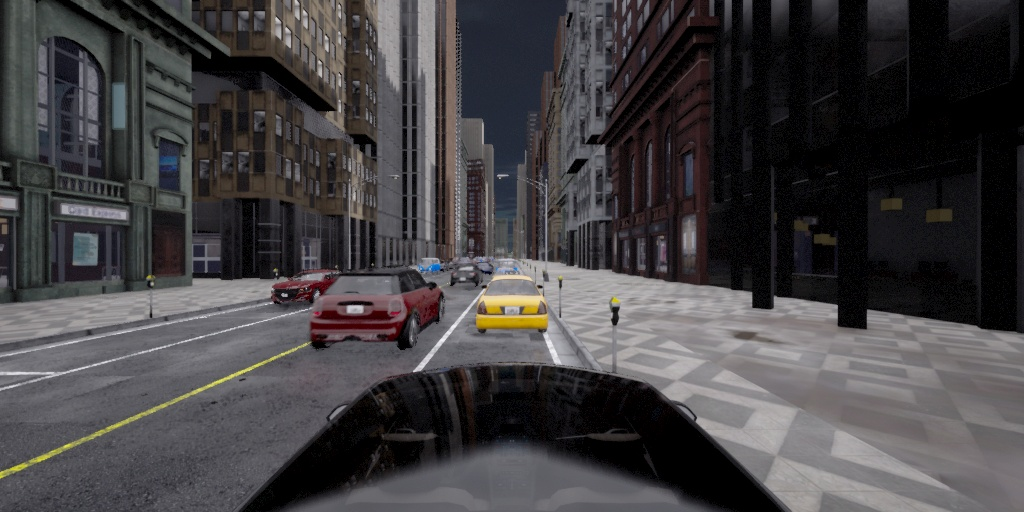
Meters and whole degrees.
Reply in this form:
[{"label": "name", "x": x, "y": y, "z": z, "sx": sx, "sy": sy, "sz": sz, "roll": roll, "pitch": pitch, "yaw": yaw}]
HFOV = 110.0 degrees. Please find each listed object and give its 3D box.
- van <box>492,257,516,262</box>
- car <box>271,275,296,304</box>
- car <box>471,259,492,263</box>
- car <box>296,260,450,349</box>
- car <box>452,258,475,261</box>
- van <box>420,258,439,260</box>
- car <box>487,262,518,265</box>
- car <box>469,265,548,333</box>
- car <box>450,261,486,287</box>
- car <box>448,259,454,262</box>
[{"label": "van", "x": -0.383, "y": 1.098, "z": 27.584, "sx": 1.690, "sy": 1.789, "sz": 3.998, "roll": 0, "pitch": 0, "yaw": 0}, {"label": "car", "x": -8.908, "y": 1.297, "z": 16.299, "sx": 1.888, "sy": 1.381, "sz": 4.507, "roll": 0, "pitch": 0, "yaw": 0}, {"label": "car", "x": -3.072, "y": 1.327, "z": 39.871, "sx": 1.994, "sy": 1.385, "sz": 4.181, "roll": 0, "pitch": 0, "yaw": 0}, {"label": "car", "x": -3.146, "y": 1.101, "z": 9.317, "sx": 2.097, "sy": 1.767, "sz": 4.553, "roll": 0, "pitch": 0, "yaw": 0}, {"label": "car", "x": -6.186, "y": 1.314, "z": 45.632, "sx": 2.033, "sy": 1.411, "sz": 5.357, "roll": 0, "pitch": 0, "yaw": 1}, {"label": "van", "x": -8.908, "y": 1.104, "z": 38.846, "sx": 1.690, "sy": 1.789, "sz": 3.998, "roll": 0, "pitch": 0, "yaw": 0}, {"label": "car", "x": -0.383, "y": 1.280, "z": 22.119, "sx": 1.751, "sy": 1.417, "sz": 4.829, "roll": 0, "pitch": 0, "yaw": 0}, {"label": "car", "x": 0.005, "y": 1.208, "z": 10.690, "sx": 1.801, "sy": 1.575, "sz": 5.366, "roll": 0, "pitch": 0, "yaw": 0}, {"label": "car", "x": -3.075, "y": 1.282, "z": 24.788, "sx": 1.812, "sy": 1.442, "sz": 4.674, "roll": 0, "pitch": 0, "yaw": 0}, {"label": "car", "x": -8.908, "y": 1.332, "z": 44.482, "sx": 1.948, "sy": 1.339, "sz": 4.313, "roll": 0, "pitch": 0, "yaw": 0}]
